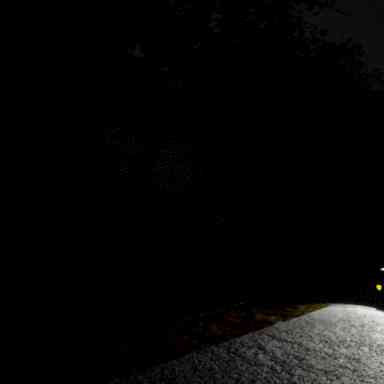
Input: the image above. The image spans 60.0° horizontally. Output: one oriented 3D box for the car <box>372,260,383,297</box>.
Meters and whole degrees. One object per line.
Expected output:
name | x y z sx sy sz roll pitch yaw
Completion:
car | 5.723 1.576 7.143 4.181 1.385 1.994 0 0 -35
